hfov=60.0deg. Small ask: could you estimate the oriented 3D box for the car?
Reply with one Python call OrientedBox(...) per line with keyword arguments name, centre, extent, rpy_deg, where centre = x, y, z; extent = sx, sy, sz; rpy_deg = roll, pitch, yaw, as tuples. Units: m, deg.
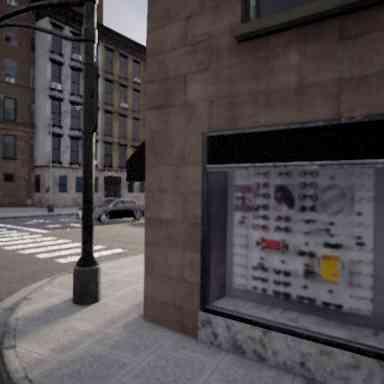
OrientedBox(name="car", centre=(-4.976, 1.116, 21.091), extent=(2.128, 1.511, 4.902), rpy_deg=(1, 1, 34))
